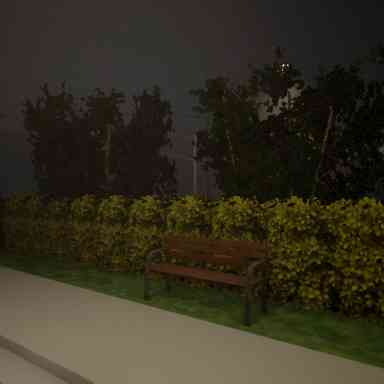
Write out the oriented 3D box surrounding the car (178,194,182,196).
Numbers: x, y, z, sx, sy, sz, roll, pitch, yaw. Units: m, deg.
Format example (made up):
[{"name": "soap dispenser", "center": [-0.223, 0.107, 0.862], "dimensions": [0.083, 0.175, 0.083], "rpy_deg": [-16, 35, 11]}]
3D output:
[{"name": "car", "center": [-3.298, 1.050, 57.107], "dimensions": [1.837, 1.490, 4.892], "rpy_deg": [0, 2, 35]}]
